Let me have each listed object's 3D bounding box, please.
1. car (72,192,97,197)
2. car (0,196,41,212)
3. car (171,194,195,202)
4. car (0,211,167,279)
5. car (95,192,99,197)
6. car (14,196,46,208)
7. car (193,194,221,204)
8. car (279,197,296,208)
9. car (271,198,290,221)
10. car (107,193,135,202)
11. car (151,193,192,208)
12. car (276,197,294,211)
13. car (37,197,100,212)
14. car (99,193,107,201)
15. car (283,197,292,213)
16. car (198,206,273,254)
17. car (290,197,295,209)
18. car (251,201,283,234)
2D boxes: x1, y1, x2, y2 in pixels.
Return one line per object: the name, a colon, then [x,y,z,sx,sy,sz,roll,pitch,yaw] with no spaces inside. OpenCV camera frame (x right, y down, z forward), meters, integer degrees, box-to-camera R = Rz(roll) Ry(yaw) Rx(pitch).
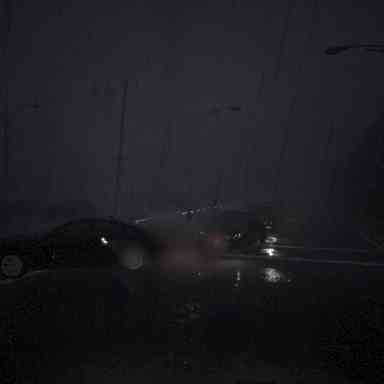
car: [-18.298,1.250,53.746,4.514,1.523,2.007,0,0,19]
car: [-15.021,1.356,29.404,3.806,1.475,1.970,0,0,19]
car: [-1.894,1.259,68.651,4.514,1.523,2.007,0,0,19]
car: [-3.258,1.475,9.836,5.008,1.535,1.882,0,0,-15]
car: [-21.647,1.300,68.006,3.806,1.475,1.970,0,0,19]
car: [-21.560,1.274,44.300,3.633,1.501,1.845,0,0,19]
car: [1.835,1.127,56.732,5.027,1.636,2.152,0,0,19]
car: [13.687,1.470,47.601,2.128,1.511,4.902,0,0,19]
car: [5.951,1.476,24.889,2.128,1.511,4.902,0,0,19]
car: [-13.608,1.047,65.308,4.605,1.855,1.932,0,0,19]
car: [-2.836,1.075,41.738,4.605,1.855,1.932,0,0,19]
car: [11.790,1.485,42.030,1.837,1.490,4.892,0,0,19]
car: [-8.957,1.356,24.191,3.633,1.501,1.845,0,0,19]
car: [-19.997,1.016,70.956,3.866,1.878,1.905,0,0,19]
car: [7.845,1.488,30.447,1.837,1.490,4.892,0,0,19]
car: [1.862,1.514,13.846,1.812,1.442,4.674,0,0,25]
car: [9.902,1.545,36.480,1.994,1.385,4.181,0,0,19]
car: [4.024,1.490,19.248,1.837,1.490,4.892,0,0,19]
